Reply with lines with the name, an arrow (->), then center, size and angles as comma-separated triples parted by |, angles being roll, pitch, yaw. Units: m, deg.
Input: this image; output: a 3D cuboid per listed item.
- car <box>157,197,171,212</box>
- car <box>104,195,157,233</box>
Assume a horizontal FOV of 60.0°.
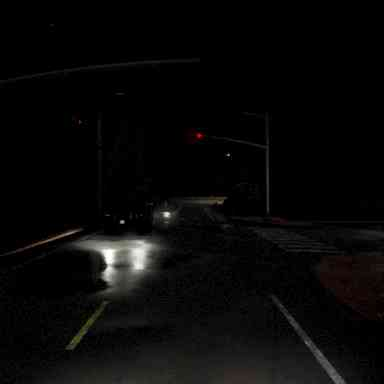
car -> -3.621, 1.350, 38.724 | 2.097, 1.767, 4.553 | 0, 0, 0
car -> -3.617, 1.222, 20.017 | 2.150, 2.045, 5.566 | 0, 0, 0
